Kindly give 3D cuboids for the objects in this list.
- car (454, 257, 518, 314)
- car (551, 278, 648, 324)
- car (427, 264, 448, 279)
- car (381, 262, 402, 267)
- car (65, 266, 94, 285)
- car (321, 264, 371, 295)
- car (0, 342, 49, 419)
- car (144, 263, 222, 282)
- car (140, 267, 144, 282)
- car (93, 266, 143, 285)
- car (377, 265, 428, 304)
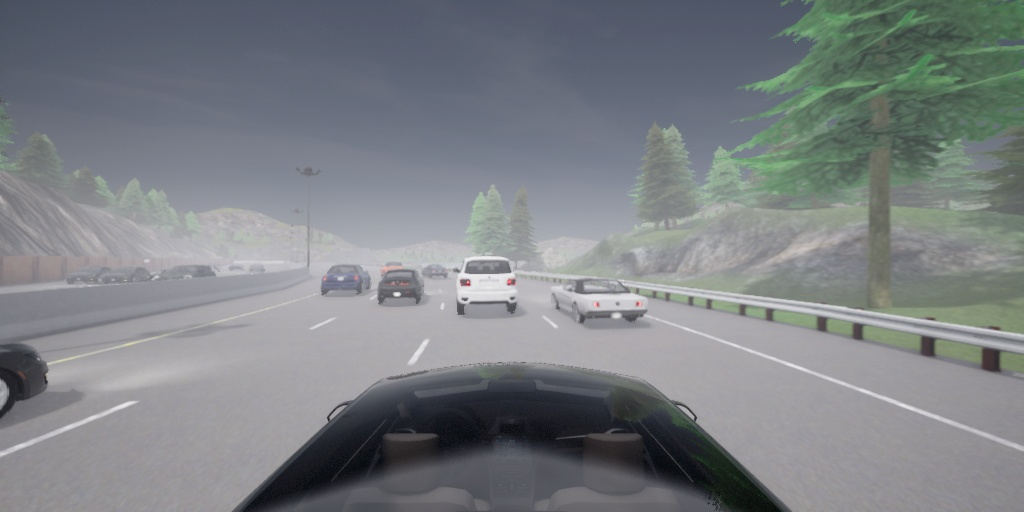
[{"bbox_3d":[-1.169,1.063,14.595,2.150,2.045,5.566,0,0,-9],"label":"car"},{"bbox_3d":[2.684,1.406,12.300,1.895,1.301,4.718,0,0,-7],"label":"car"},{"bbox_3d":[-8.127,1.578,37.401,2.033,1.411,5.357,0,0,-25],"label":"car"},{"bbox_3d":[-13.186,1.425,39.514,2.097,1.767,4.553,0,0,-27],"label":"car"},{"bbox_3d":[-36.840,1.658,31.543,1.837,1.490,4.892,0,-1,-31],"label":"car"},{"bbox_3d":[-9.878,1.289,21.645,2.097,1.767,4.553,0,0,-14],"label":"car"},{"bbox_3d":[-7.114,1.301,2.715,1.837,1.490,4.892,0,0,-1],"label":"car"},{"bbox_3d":[-21.800,1.371,24.057,2.097,1.767,4.553,0,0,-21],"label":"car"},{"bbox_3d":[-27.604,1.686,29.145,1.895,1.301,4.718,0,0,-26],"label":"car"},{"bbox_3d":[-31.877,1.620,29.778,1.837,1.490,4.892,0,-1,-28],"label":"car"},{"bbox_3d":[-5.308,1.389,17.562,1.837,1.490,4.892,0,0,-11],"label":"car"}]
